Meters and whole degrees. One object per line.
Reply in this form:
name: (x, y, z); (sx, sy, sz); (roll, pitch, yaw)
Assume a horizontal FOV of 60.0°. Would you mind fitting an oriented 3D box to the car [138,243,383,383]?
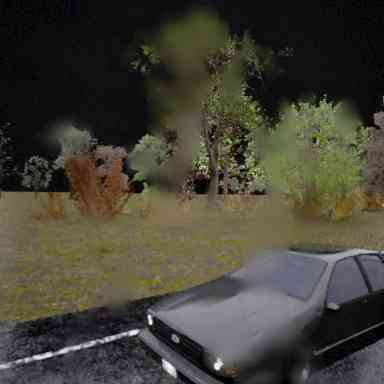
car: (1.922, 1.573, 5.223); (5.357, 1.411, 2.033); (0, 0, -35)
